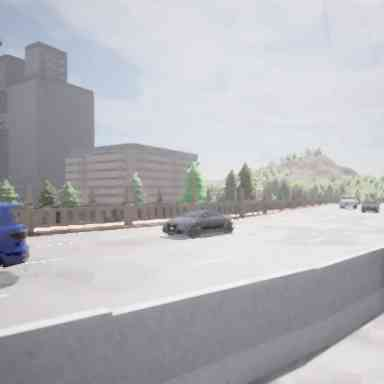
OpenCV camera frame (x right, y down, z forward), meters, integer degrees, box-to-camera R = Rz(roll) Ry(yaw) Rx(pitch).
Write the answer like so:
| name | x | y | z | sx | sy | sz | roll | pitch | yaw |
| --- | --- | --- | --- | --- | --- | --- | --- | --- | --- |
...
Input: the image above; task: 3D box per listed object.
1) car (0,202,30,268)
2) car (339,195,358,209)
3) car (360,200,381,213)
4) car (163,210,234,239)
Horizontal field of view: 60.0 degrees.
| name | x | y | z | sx | sy | sz | roll | pitch | yaw |
| --- | --- | --- | --- | --- | --- | --- | --- | --- | --- |
| car | -6.874 | 1.266 | 7.766 | 5.566 | 2.045 | 2.150 | 0 | 0 | -36 |
| car | 23.945 | 1.535 | 50.741 | 2.150 | 2.045 | 5.566 | -1 | -1 | 32 |
| car | 21.783 | 1.748 | 40.553 | 1.837 | 1.490 | 4.892 | -1 | -1 | 32 |
| car | 0.417 | 1.675 | 18.306 | 4.181 | 1.385 | 1.994 | 0 | -1 | -44 |
